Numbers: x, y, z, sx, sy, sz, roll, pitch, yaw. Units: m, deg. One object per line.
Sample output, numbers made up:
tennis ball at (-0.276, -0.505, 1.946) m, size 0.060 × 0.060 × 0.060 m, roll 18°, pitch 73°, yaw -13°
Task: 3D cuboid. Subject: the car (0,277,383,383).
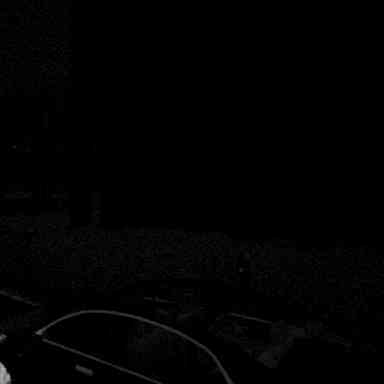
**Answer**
car at (-0.356, 1.560, 3.208) m, size 4.403 × 1.369 × 2.008 m, roll 0°, pitch 0°, yaw 36°
